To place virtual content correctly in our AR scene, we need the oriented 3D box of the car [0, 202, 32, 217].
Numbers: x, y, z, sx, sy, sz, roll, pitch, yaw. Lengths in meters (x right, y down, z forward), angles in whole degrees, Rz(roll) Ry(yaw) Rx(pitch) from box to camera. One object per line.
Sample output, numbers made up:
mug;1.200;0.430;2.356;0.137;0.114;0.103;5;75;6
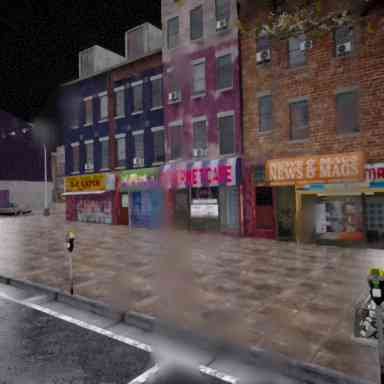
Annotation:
car;-17.552;1.621;30.215;2.033;1.411;5.357;-2;-1;39
